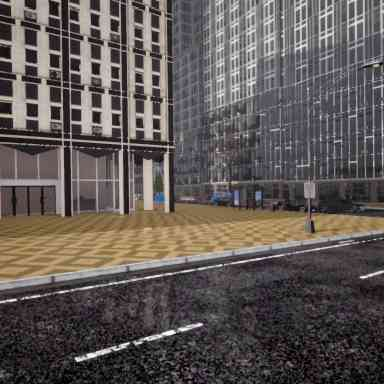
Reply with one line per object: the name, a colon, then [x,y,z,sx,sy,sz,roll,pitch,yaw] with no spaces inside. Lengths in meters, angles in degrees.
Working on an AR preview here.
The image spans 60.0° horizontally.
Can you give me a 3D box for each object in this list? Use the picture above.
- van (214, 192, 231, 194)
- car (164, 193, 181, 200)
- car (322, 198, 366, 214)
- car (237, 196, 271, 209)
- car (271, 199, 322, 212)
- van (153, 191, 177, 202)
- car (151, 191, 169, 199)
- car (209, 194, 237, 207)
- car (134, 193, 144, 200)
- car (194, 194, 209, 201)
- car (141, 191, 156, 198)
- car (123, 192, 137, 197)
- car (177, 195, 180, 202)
van: [5.259,0.855,58.816,1.690,1.788,3.998,0,1,-34]
car: [-4.322,0.936,72.924,1.802,1.307,4.206,0,1,-34]
car: [15.163,1.371,33.931,1.812,1.442,4.674,-1,1,-34]
car: [7.815,1.388,39.947,1.802,1.307,4.206,0,1,-34]
car: [10.995,1.424,35.234,1.947,1.339,4.313,0,1,-34]
van: [-4.866,0.937,58.811,1.690,1.788,3.998,0,1,-34]
car: [-7.516,0.615,77.622,2.192,1.841,5.009,0,1,-34]
car: [4.670,1.319,44.680,1.947,1.339,4.313,0,1,-34]
car: [-11.254,1.039,68.216,2.008,1.369,4.403,0,1,-34]
car: [2.066,1.043,63.521,1.802,1.307,4.206,0,1,-34]
car: [-10.710,0.686,82.324,1.967,1.590,4.097,0,1,-34]
car: [-17.097,0.688,91.728,2.008,1.369,4.403,0,1,-34]
car: [-4.114,1.008,62.470,1.882,1.535,5.008,-1,1,-34]
